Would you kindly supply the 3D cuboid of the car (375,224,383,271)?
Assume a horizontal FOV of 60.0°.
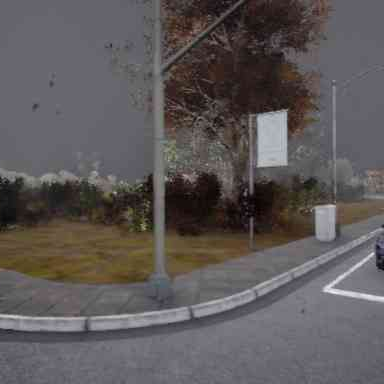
[{"bbox_3d":[7.050,1.353,10.057,2.097,1.767,4.553,0,0,39],"label":"car"}]
